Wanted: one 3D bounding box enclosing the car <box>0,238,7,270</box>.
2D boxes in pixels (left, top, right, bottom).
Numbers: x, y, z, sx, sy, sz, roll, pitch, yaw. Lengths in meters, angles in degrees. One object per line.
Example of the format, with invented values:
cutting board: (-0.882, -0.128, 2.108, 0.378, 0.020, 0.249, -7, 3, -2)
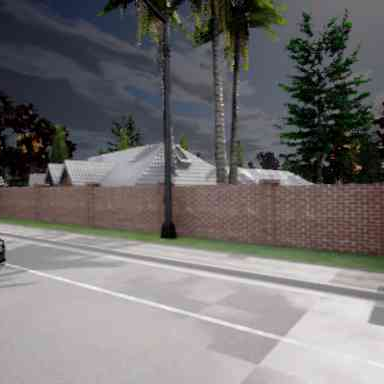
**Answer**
car: (-6.814, 1.423, 8.837, 4.902, 1.511, 2.128, 1, 0, 36)
